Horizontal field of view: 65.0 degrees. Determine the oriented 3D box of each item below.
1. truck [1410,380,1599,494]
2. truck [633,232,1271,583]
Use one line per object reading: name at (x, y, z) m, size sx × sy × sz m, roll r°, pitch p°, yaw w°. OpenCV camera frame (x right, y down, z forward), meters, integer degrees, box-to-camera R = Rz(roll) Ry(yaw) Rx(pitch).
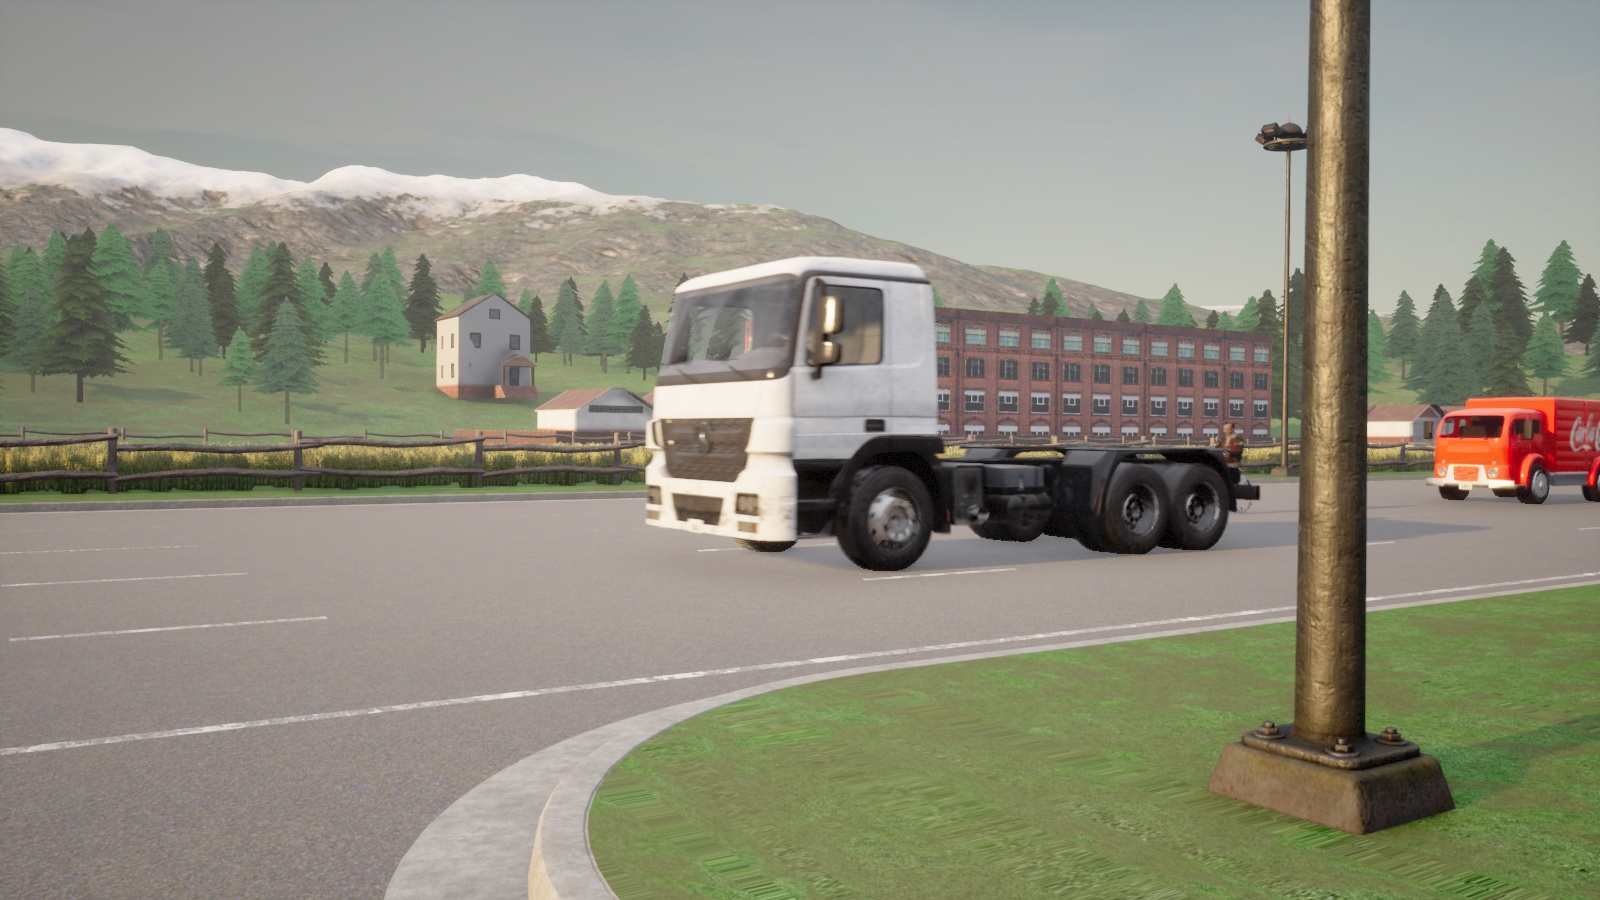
truck at (17.256, -0.318, 29.906) m, size 5.204 × 2.467 × 2.627 m, roll -1°, pitch 1°, yaw -33°
truck at (2.160, -0.485, 15.755) m, size 7.936 × 3.462 × 2.891 m, roll -1°, pitch 1°, yaw -33°
